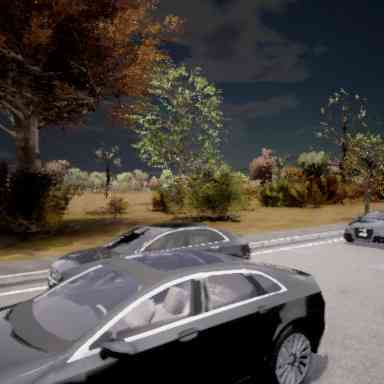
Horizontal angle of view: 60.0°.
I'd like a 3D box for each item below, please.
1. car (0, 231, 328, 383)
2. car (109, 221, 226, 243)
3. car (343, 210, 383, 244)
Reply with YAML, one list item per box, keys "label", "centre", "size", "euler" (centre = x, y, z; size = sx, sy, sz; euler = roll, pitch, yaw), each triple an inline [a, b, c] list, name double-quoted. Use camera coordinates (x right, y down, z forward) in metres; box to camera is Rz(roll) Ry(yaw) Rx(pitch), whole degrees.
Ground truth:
- label: "car"
  centre: [-0.506, 1.493, 3.656]
  size: [4.902, 1.511, 2.128]
  euler: [0, 0, -36]
- label: "car"
  centre: [-0.729, 1.504, 7.813]
  size: [4.892, 1.490, 1.837]
  euler: [0, 0, -36]
- label: "car"
  centre: [8.490, 1.515, 14.592]
  size: [4.181, 1.385, 1.994]
  euler: [0, 0, -37]
